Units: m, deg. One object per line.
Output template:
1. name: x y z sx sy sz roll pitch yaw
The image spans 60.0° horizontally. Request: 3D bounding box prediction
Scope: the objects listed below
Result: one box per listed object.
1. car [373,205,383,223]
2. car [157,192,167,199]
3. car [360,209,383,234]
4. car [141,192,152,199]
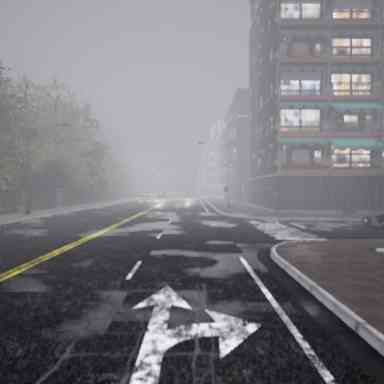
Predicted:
1. car: 16.303 1.696 25.242 4.206 1.307 1.802 1 0 0
2. car: -6.489 0.700 71.719 2.033 1.411 5.357 0 0 0
3. car: 12.214 1.661 19.549 4.181 1.385 1.994 1 0 0
4. car: -9.739 0.637 71.719 1.882 1.535 5.008 0 0 0
